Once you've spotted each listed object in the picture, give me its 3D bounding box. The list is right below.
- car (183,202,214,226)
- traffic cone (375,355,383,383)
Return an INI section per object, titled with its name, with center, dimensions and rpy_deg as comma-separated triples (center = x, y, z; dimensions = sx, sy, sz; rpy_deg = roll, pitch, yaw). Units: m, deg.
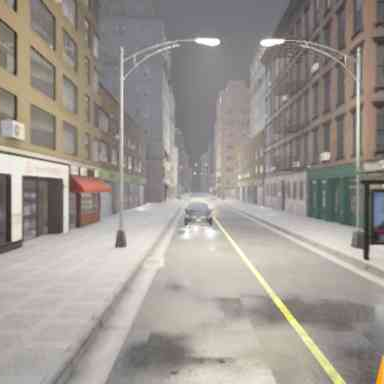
[car]
center = 0.416, 1.423, 22.321
dimensions = 1.812, 1.442, 4.674
rpy_deg = 0, 0, 0
[traffic cone]
center = 1.939, 1.946, 3.348
dimensions = 0.340, 0.580, 0.340
rpy_deg = 0, 0, 0
